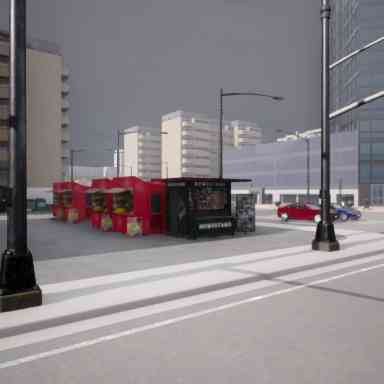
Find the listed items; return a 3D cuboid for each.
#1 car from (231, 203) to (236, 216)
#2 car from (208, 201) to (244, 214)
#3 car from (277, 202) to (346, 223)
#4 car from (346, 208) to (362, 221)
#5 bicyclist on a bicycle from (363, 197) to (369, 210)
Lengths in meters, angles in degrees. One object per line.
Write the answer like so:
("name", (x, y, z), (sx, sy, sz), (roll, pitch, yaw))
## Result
("car", (3.411, 1.825, 34.347), (1.895, 1.301, 4.718), (0, -1, -36))
("car", (3.987, 1.842, 39.511), (1.994, 1.385, 4.181), (0, -1, -36))
("car", (9.125, 1.585, 26.482), (1.882, 1.535, 5.008), (0, -1, -36))
("car", (11.988, 1.635, 28.466), (1.812, 1.442, 4.674), (0, -1, -35))
("bicyclist on a bicycle", (22.211, 1.466, 42.457), (1.656, 1.620, 0.582), (0, 0, -36))
